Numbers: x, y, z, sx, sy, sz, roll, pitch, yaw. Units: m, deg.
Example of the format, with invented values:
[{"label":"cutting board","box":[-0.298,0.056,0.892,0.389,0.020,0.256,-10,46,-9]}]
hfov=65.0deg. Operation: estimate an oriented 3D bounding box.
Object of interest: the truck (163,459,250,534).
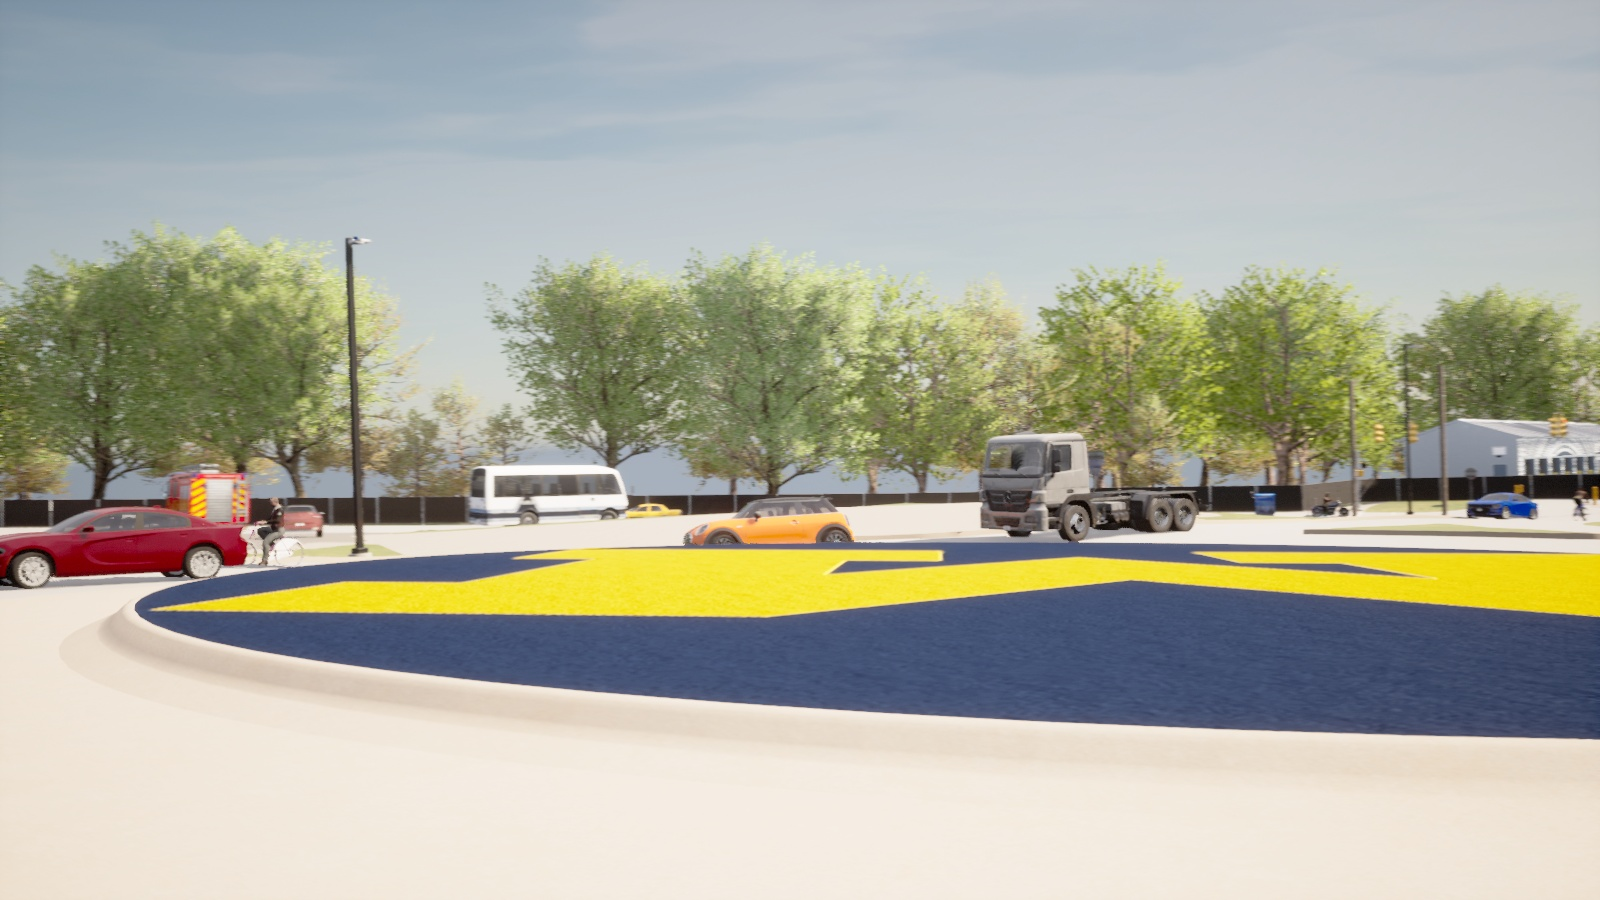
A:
[{"label":"truck","box":[-32.193,2.534,67.953,2.891,3.827,8.468,2,-3,-34]}]

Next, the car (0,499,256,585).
[{"label":"car","box":[-13.771,1.778,25.038,5.008,1.535,1.882,2,-4,-44]}]

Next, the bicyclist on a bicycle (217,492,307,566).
[{"label":"bicyclist on a bicycle","box":[-13.205,1.934,30.842,1.843,1.776,0.659,3,-3,-40]}]

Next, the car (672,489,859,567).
[{"label":"car","box":[-0.957,2.093,33.537,4.553,1.767,2.097,-1,-7,-16]}]

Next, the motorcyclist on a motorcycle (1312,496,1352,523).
[{"label":"motorcyclist on a motorcycle","box":[34.514,3.868,81.416,2.350,1.649,0.766,0,1,25]}]

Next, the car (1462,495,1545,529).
[{"label":"car","box":[36.878,3.242,65.824,5.008,1.535,1.882,6,-5,-36]}]

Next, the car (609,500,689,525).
[{"label":"car","box":[-10.592,4.339,87.827,5.366,1.575,1.801,0,0,-14]}]

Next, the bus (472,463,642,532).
[{"label":"bus","box":[-15.935,3.020,82.822,10.273,4.253,3.944,0,0,-34]}]

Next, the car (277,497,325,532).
[{"label":"car","box":[-24.790,3.198,62.435,2.152,1.651,5.027,0,-3,-21]}]

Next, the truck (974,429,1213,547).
[{"label":"truck","box":[9.691,1.126,41.061,7.936,3.462,2.891,-1,0,-33]}]
